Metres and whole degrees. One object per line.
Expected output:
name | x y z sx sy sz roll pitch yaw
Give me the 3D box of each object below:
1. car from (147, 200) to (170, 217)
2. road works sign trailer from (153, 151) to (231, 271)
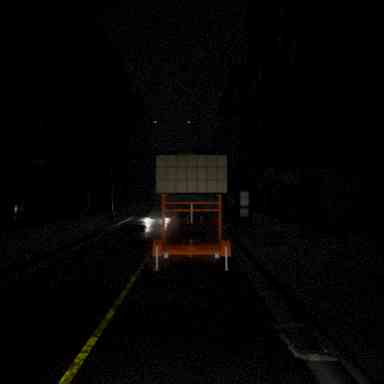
car | -3.132 1.494 31.620 1.882 1.535 5.008 0 0 0
road works sign trailer | -0.011 0.467 10.918 2.380 3.560 2.880 0 0 0
